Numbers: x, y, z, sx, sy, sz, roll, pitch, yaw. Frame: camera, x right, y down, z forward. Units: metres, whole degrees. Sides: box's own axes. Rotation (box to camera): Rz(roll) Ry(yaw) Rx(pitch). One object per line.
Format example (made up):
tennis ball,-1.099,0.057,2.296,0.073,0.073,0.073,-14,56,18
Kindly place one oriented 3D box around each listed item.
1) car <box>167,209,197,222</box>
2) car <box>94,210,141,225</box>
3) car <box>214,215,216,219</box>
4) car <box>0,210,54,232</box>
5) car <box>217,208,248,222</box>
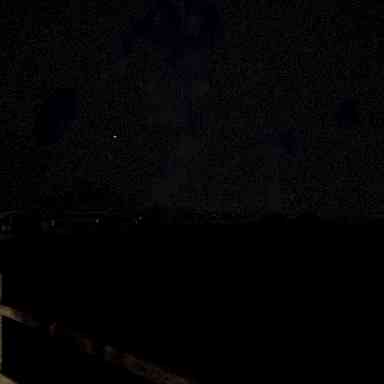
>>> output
car,-1.036,2.836,39.953,2.128,1.511,4.902,0,-2,36
car,-6.993,2.418,31.631,2.128,1.511,4.902,0,-2,35
car,5.046,3.286,48.403,1.837,1.490,4.892,0,-3,36
car,-12.414,2.058,23.955,1.837,1.490,4.892,0,-2,34
car,5.670,3.003,44.276,2.097,1.767,4.553,0,-2,36
